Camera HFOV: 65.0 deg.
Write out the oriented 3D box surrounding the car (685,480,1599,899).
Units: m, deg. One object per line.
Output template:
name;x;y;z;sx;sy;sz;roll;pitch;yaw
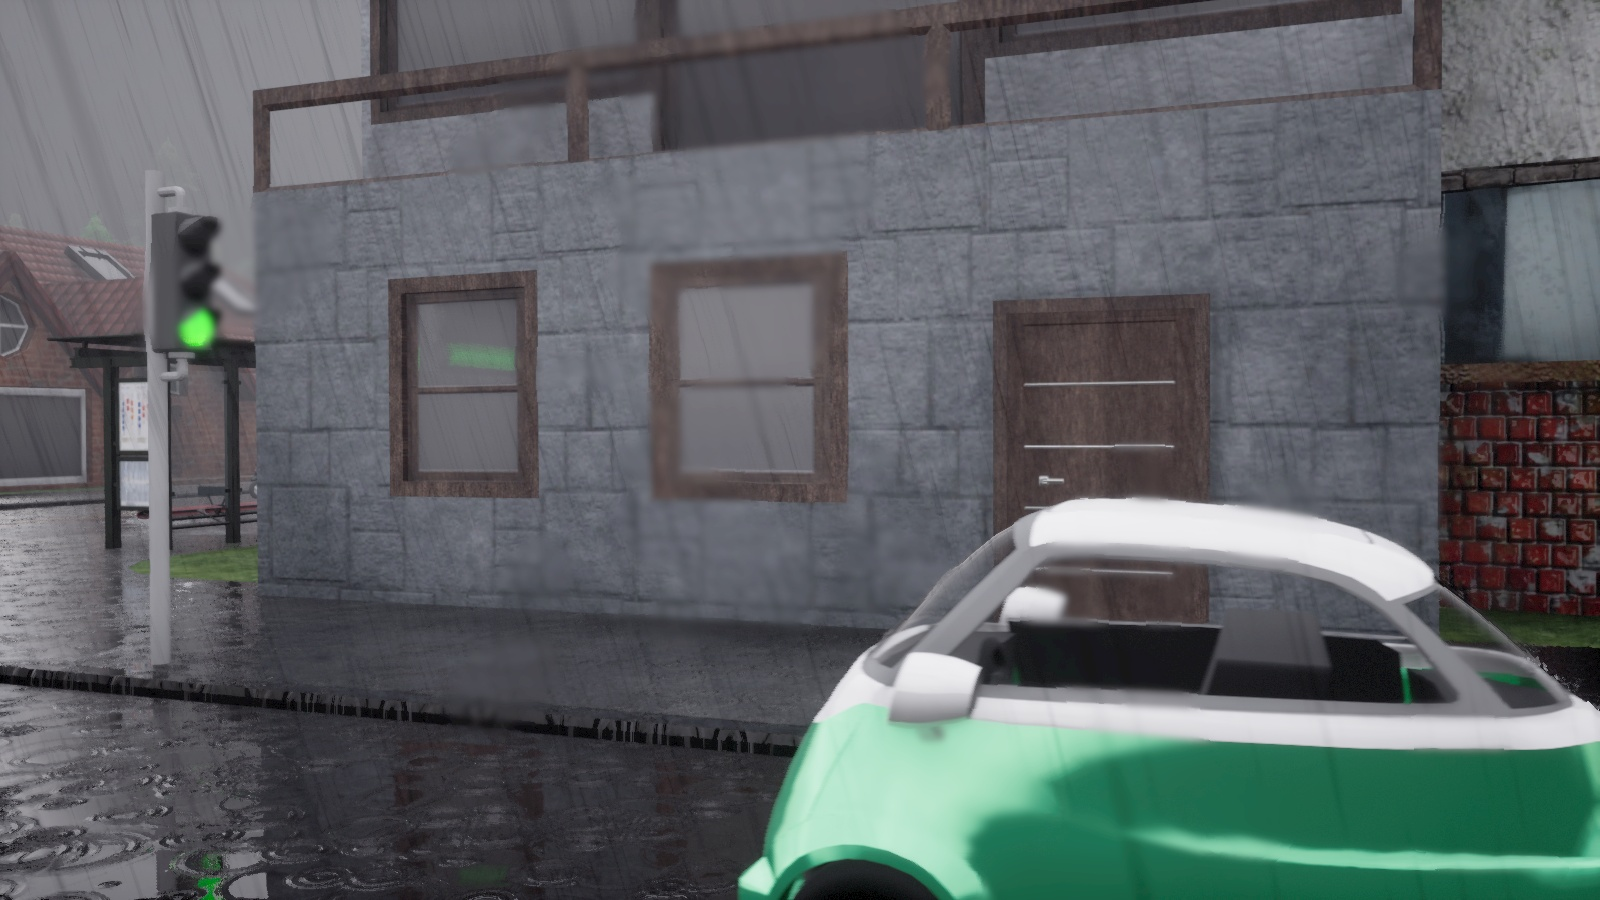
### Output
car;1.007;0.829;3.462;2.207;1.376;1.481;1;1;20
